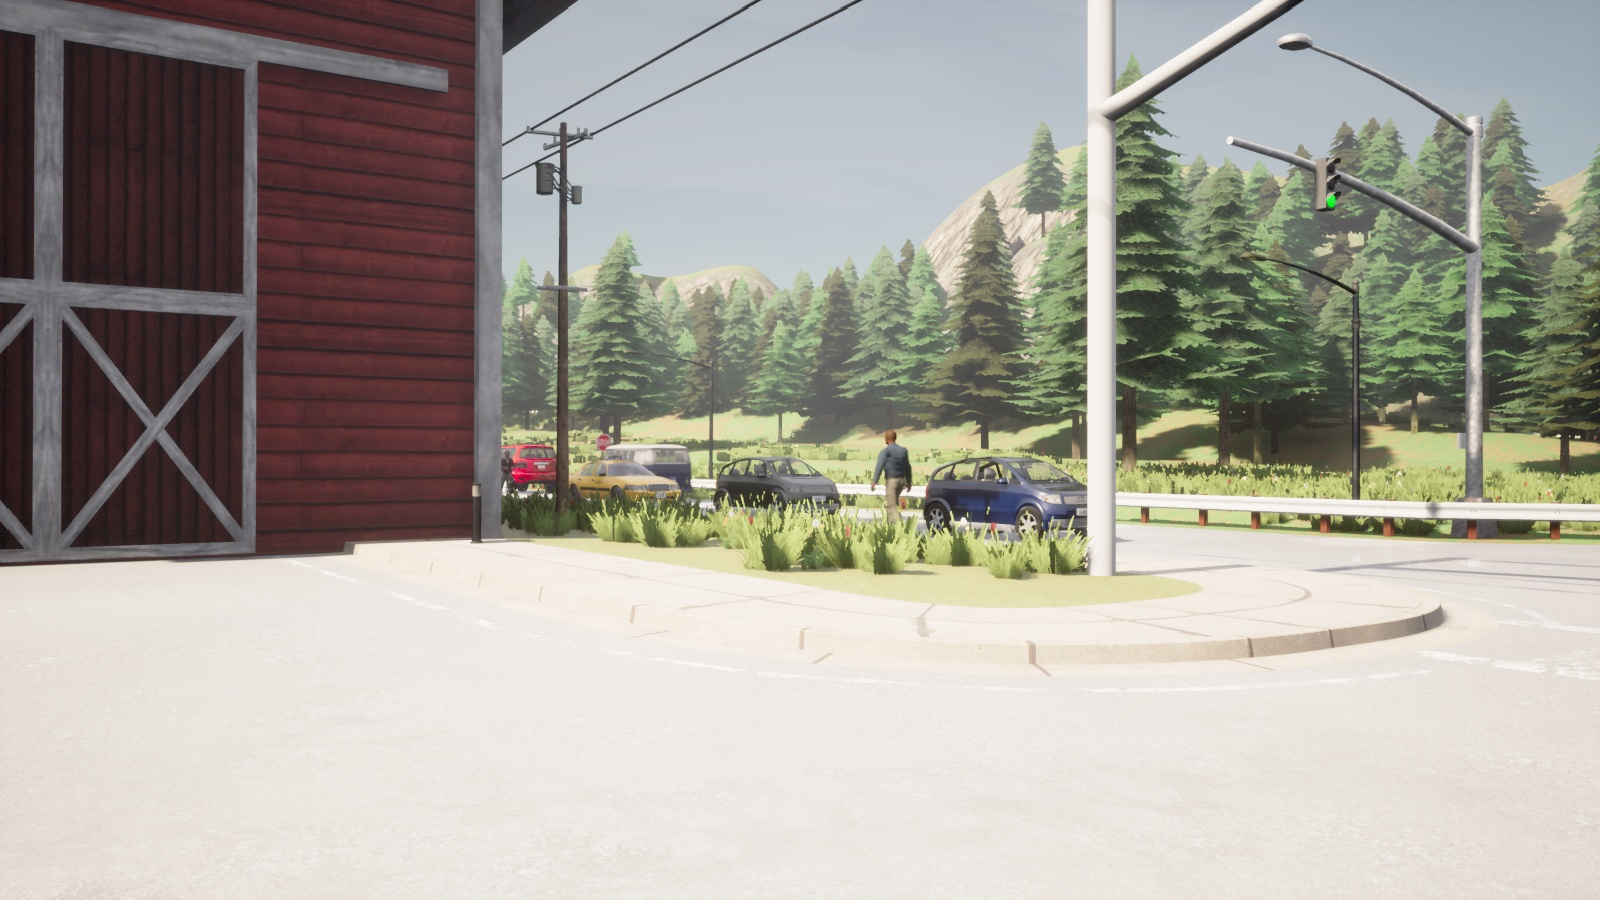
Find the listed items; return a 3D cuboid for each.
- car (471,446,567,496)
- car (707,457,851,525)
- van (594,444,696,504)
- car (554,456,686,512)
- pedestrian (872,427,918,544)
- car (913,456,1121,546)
[{"bbox_3d":[-12.153,0.861,54.107,2.150,2.045,5.566,0,0,-34],"label":"car"},{"bbox_3d":[-0.570,0.945,30.515,1.789,1.549,3.705,0,0,-34],"label":"car"},{"bbox_3d":[-5.510,0.816,44.184,1.775,1.987,4.442,0,0,-34],"label":"van"},{"bbox_3d":[-5.532,0.964,37.921,1.801,1.575,5.366,0,0,-34],"label":"car"},{"bbox_3d":[1.516,0.552,20.109,0.370,1.835,0.726,0,0,-32],"label":"pedestrian"},{"bbox_3d":[4.009,0.891,23.679,1.789,1.549,3.705,0,0,-34],"label":"car"}]
